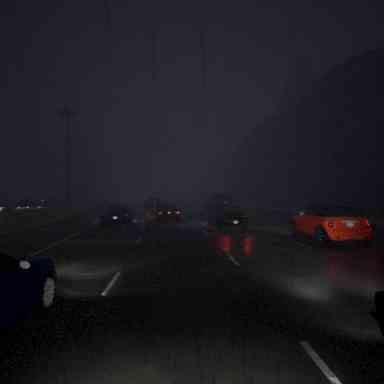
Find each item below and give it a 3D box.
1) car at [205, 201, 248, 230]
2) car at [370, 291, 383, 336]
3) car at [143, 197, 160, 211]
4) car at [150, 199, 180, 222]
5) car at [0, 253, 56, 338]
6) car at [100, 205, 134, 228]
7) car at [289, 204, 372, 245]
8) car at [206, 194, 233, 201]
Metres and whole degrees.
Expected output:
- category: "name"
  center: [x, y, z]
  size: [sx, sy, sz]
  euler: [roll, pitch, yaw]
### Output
- category: "car"
  center: [2.208, 1.522, 21.130]
  size: [1.812, 1.442, 4.674]
  euler: [0, 0, -6]
- category: "car"
  center: [3.496, 1.596, 2.604]
  size: [1.895, 1.301, 4.718]
  euler: [0, 0, -1]
- category: "car"
  center: [-4.892, 1.359, 41.454]
  size: [2.097, 1.767, 4.553]
  euler: [0, 0, -13]
- category: "car"
  center: [-2.018, 1.550, 26.568]
  size: [2.033, 1.411, 5.357]
  euler: [0, 0, -8]
- category: "car"
  center: [-3.577, 1.483, 4.619]
  size: [1.882, 1.535, 5.008]
  euler: [0, 0, -2]
- category: "car"
  center: [-5.040, 1.571, 22.649]
  size: [1.994, 1.385, 4.181]
  euler: [0, 0, -7]
- category: "car"
  center: [6.267, 1.342, 15.634]
  size: [2.097, 1.767, 4.553]
  euler: [0, 0, -5]
- category: "car"
  center: [3.078, 1.216, 37.867]
  size: [2.150, 2.045, 5.566]
  euler: [0, 0, -11]
